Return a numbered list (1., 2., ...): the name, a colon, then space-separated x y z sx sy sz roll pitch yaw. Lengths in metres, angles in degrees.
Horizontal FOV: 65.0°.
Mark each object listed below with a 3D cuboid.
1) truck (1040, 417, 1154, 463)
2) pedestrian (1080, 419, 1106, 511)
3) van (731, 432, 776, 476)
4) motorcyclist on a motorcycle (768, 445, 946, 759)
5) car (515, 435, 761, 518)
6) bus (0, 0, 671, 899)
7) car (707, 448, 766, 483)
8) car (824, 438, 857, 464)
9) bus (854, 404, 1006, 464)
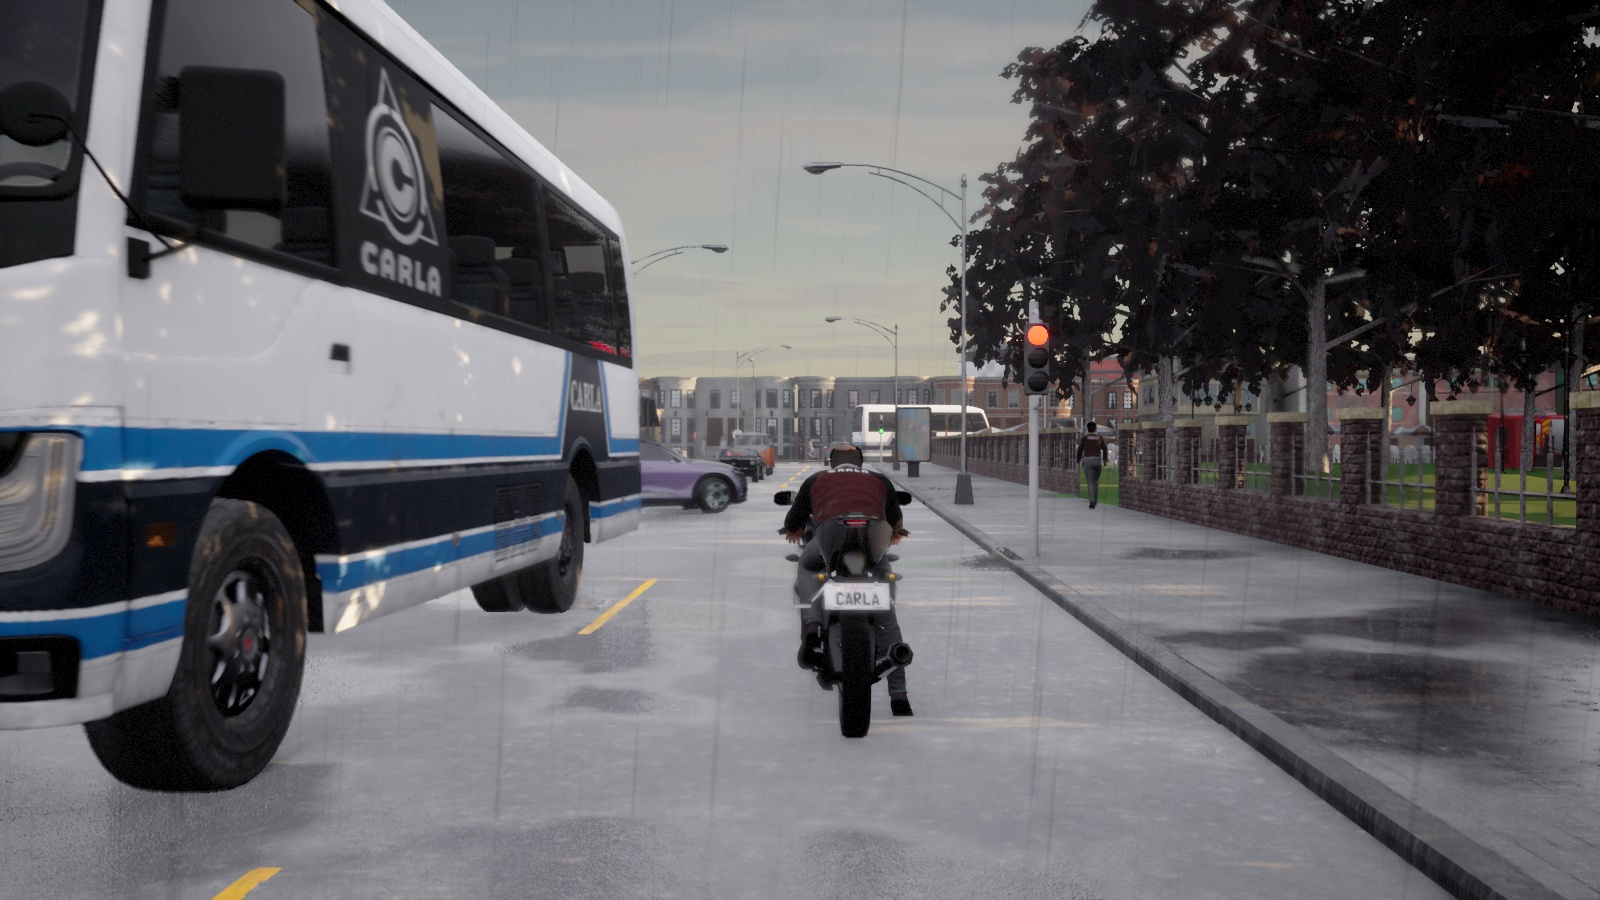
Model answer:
1. truck: 22.212 -0.750 94.248 7.936 3.462 2.891 0 0 2
2. pedestrian: 6.198 0.311 26.596 0.402 1.930 0.666 0 0 2
3. van: -2.134 0.169 58.141 1.775 1.987 4.442 0 0 2
4. motorcyclist on a motorcycle: 0.271 0.741 7.237 0.866 1.530 2.191 0 0 0
5. car: -3.468 0.522 26.834 4.856 1.649 2.033 0 1 -21
6. bus: -3.696 -0.681 8.467 3.944 4.253 10.273 0 0 4
7. car: -2.426 0.568 49.116 1.895 1.301 4.718 0 0 2
8. car: 2.664 0.060 82.805 2.152 1.651 5.027 0 0 2
9. bus: 9.445 -1.140 91.631 10.273 4.253 3.944 0 1 -12
